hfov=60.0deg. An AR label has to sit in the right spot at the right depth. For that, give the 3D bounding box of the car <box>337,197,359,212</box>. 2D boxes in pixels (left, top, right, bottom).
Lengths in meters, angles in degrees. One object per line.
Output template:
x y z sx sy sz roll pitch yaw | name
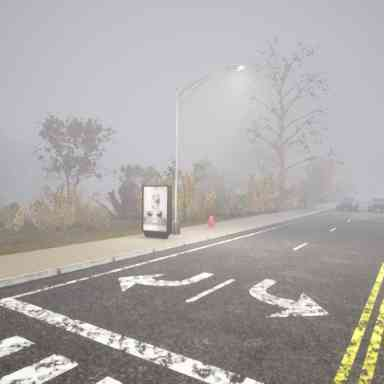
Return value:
18.659 1.390 39.780 2.097 1.767 4.553 0 0 30 | car

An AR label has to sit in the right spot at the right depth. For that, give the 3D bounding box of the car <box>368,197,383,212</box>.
21.463 1.393 38.137 2.097 1.767 4.553 0 0 30 | car
